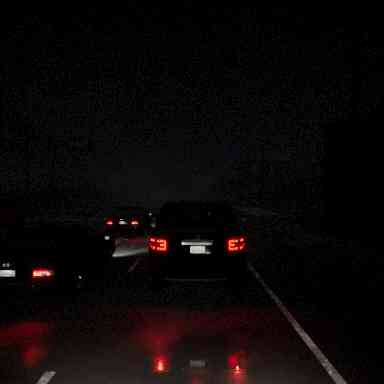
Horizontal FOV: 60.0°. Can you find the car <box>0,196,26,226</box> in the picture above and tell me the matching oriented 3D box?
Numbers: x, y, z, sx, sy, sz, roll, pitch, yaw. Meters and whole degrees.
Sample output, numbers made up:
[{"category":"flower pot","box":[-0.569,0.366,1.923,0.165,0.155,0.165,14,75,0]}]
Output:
[{"category":"car","box":[-10.537,1.223,16.641,2.150,2.045,5.566,0,0,0]}]

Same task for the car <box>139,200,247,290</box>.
[{"category":"car","box":[0.095,1.221,9.188,2.150,2.045,5.566,0,0,0]}]

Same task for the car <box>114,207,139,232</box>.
[{"category":"car","box":[-3.412,1.547,18.719,2.033,1.411,5.357,0,0,0]}]

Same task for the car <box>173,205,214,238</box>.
[{"category":"car","box":[0.091,1.547,19.119,2.033,1.411,5.357,0,0,0]}]

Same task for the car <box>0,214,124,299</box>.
[{"category":"car","box":[-3.410,1.547,8.648,2.033,1.411,5.357,0,0,0]}]
